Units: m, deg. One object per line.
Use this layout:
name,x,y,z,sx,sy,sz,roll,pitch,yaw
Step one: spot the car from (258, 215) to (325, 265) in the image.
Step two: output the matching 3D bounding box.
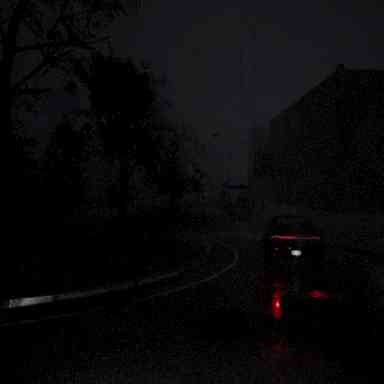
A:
car,3.509,1.609,12.210,2.128,1.511,4.902,0,-1,10

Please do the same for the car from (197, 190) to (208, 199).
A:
car,2.329,0.499,71.850,2.097,1.767,4.553,0,1,5

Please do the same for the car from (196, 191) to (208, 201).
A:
car,1.758,0.992,61.557,2.033,1.411,5.357,0,1,3

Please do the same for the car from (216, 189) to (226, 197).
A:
car,7.448,0.600,90.399,2.097,1.535,5.008,0,0,8
